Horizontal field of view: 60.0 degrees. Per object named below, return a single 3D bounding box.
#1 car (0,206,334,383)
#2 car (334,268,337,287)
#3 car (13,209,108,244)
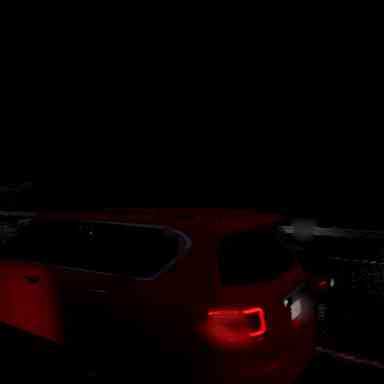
[{"bbox_3d":[-1.212,1.216,4.709,5.566,2.045,2.150,0,0,34],"label":"car"},{"bbox_3d":[0.746,1.515,7.572,4.674,1.442,1.812,0,0,34],"label":"car"},{"bbox_3d":[-6.529,1.586,16.368,4.718,1.301,1.895,0,0,31],"label":"car"}]
